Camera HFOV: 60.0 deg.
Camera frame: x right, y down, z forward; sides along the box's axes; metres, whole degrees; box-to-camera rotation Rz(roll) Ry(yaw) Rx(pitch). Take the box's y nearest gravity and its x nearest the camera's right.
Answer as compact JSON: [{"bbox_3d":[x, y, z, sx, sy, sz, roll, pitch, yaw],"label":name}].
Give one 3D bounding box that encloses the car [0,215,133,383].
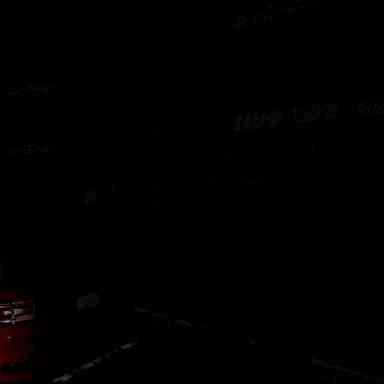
[{"bbox_3d":[-3.104,1.288,5.088,5.009,1.841,2.192,0,0,35],"label":"car"}]
